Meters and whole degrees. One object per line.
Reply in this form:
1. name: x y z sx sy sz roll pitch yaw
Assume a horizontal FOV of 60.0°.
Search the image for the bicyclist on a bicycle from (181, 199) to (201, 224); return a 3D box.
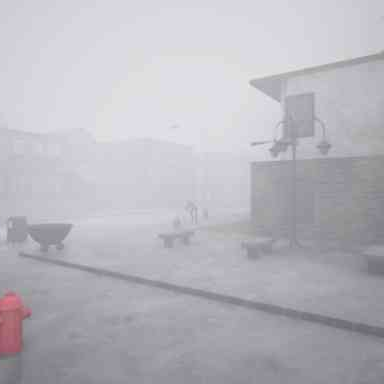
1. bicyclist on a bicycle: -0.101 1.304 21.890 1.656 1.620 0.582 0 0 35
